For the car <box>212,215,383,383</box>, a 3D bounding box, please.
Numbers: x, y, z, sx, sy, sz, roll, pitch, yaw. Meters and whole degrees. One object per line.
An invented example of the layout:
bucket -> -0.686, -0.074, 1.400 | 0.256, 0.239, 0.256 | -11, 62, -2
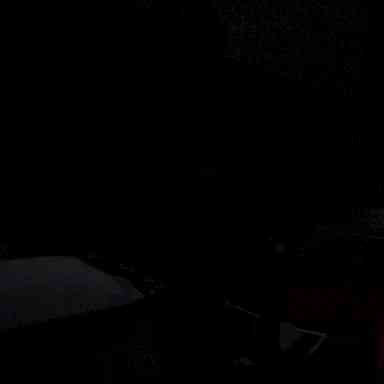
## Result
car -> 2.544, 1.316, 4.618 | 5.009, 1.841, 2.192 | 0, 0, -35

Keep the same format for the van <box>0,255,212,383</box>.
van -> -2.027, 1.341, 1.358 | 3.998, 1.788, 1.690 | 0, 0, -35
